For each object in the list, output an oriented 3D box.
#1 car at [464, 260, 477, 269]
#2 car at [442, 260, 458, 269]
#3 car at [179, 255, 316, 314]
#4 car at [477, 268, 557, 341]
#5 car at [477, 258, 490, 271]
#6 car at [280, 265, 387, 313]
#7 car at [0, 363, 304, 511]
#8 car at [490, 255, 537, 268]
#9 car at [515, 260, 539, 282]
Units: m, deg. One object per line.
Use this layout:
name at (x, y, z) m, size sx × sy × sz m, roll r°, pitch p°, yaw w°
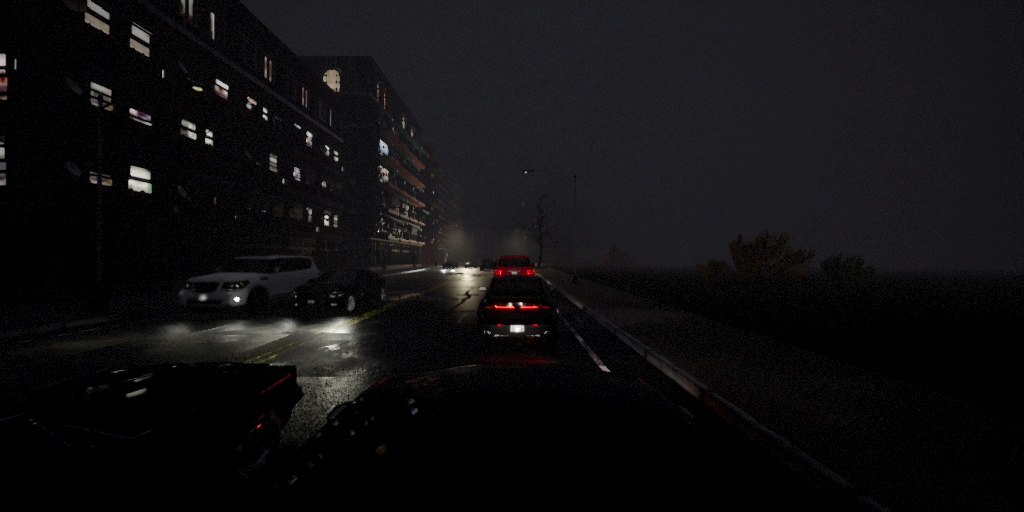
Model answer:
car at (-6.518, 1.286, 57.722) m, size 2.033 × 1.411 × 5.357 m, roll 0°, pitch 0°, yaw 0°
car at (-9.769, 1.339, 56.828) m, size 1.895 × 1.301 × 4.718 m, roll 0°, pitch 0°, yaw 0°
car at (-9.836, 0.970, 14.177) m, size 2.150 × 2.045 × 5.566 m, roll 0°, pitch 0°, yaw 0°
car at (0.111, 1.254, 9.842) m, size 1.837 × 1.490 × 4.892 m, roll 0°, pitch 0°, yaw 0°
car at (-3.177, 1.093, 48.674) m, size 2.097 × 1.767 × 4.553 m, roll 0°, pitch 0°, yaw 0°
car at (-6.586, 1.226, 14.250) m, size 1.882 × 1.535 × 5.008 m, roll 0°, pitch 0°, yaw 0°
car at (-3.150, 1.351, 1.672) m, size 1.895 × 1.301 × 4.718 m, roll 0°, pitch 0°, yaw 0°
car at (0.121, 0.970, 20.189) m, size 2.150 × 2.045 × 5.566 m, roll 0°, pitch 0°, yaw 0°
car at (1.171, 1.202, 30.596) m, size 1.801 × 1.575 × 5.366 m, roll 0°, pitch 0°, yaw 0°
